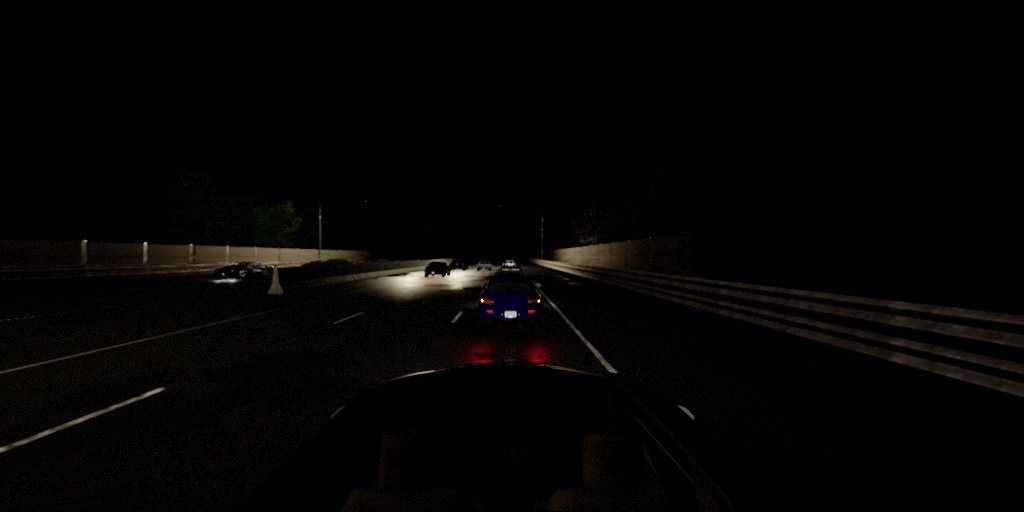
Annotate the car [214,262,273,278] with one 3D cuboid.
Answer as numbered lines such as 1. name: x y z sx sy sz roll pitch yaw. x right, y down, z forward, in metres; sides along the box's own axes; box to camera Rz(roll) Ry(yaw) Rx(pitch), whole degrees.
1. car: -24.776 1.234 33.432 2.033 1.411 5.357 1 -1 0

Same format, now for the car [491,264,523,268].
1. car: -0.118 1.362 21.705 1.895 1.301 4.718 0 0 0

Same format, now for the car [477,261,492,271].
1. car: -3.731 1.378 49.741 1.895 1.301 4.718 0 0 0

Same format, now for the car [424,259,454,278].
1. car: -7.115 1.273 34.609 1.837 1.490 4.892 0 0 0

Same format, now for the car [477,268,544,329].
1. car: -0.047 1.281 11.161 1.812 1.442 4.674 0 0 0

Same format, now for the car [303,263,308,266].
1. car: -21.255 1.249 39.068 1.882 1.535 5.008 0 0 0

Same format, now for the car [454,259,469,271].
1. car: -7.228 1.128 49.359 2.097 1.767 4.553 0 0 0

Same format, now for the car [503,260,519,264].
1. car: -0.080 1.258 30.090 2.128 1.511 4.902 0 0 0

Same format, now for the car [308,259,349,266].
1. car: -17.767 1.120 35.683 2.097 1.767 4.553 0 0 0
